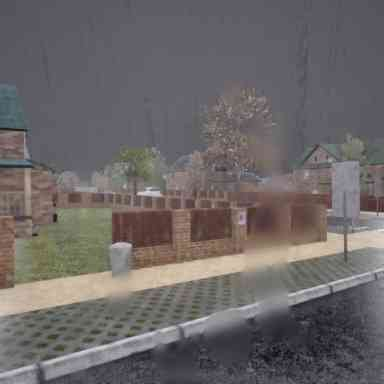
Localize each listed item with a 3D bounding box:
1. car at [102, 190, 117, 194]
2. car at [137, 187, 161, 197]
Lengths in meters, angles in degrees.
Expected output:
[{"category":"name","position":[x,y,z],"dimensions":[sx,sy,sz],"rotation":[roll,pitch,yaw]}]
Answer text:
[{"category":"car","position":[-15.269,0.318,60.955],"dimensions":[2.128,1.511,4.902],"rotation":[-2,2,-33]},{"category":"car","position":[-6.552,0.328,48.268],"dimensions":[2.150,2.045,5.566],"rotation":[-2,1,-35]}]
